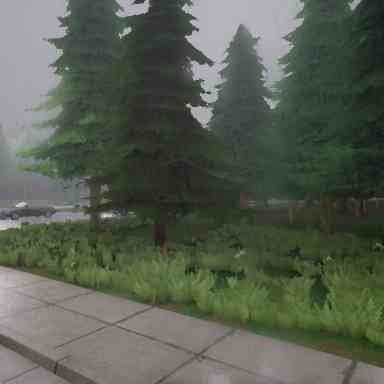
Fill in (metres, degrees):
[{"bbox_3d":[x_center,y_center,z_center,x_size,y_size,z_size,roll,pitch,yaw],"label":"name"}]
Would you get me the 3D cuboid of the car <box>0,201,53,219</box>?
[{"bbox_3d":[-13.745,1.507,27.940,1.812,1.442,4.674,0,0,34],"label":"car"}]
